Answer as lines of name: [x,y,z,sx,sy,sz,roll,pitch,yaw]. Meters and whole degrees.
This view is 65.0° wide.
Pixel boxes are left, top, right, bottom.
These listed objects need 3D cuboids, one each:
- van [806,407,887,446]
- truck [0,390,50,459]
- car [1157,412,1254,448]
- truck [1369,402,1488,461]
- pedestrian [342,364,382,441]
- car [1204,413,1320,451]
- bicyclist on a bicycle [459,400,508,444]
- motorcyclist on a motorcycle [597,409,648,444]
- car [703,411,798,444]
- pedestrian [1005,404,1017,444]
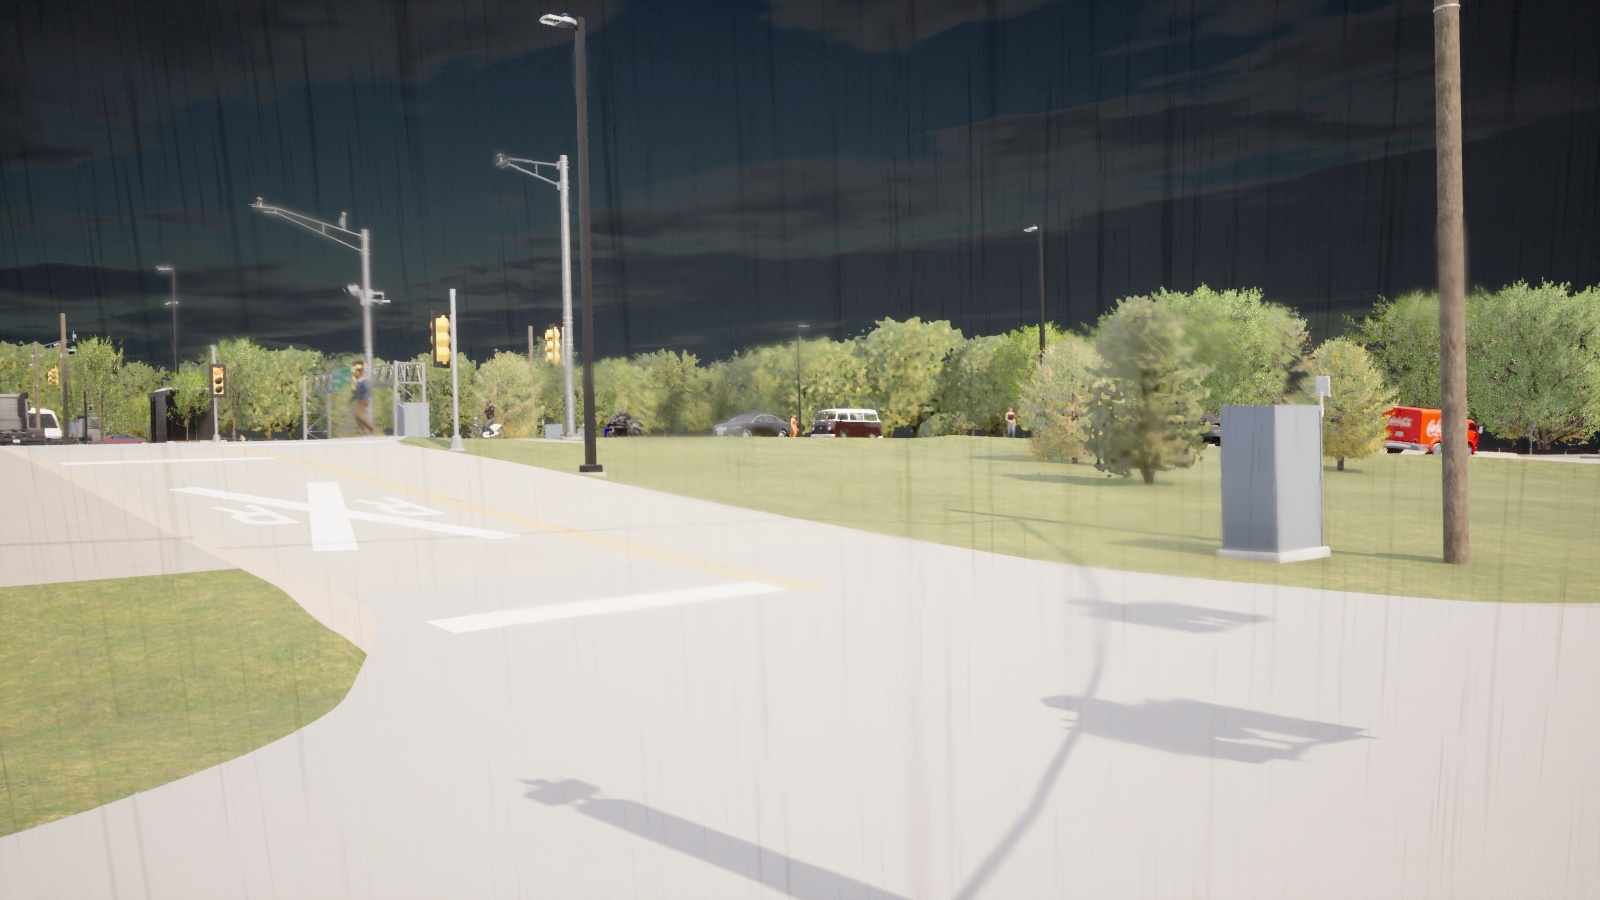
van: [2.609,-1.298,70.299,2.069,2.038,4.480,-1,-1,43]
truck: [-42.447,-1.262,67.001,2.891,3.462,7.936,-2,1,-39]
car: [21.840,-1.109,67.714,1.932,1.855,4.605,-2,3,-43]
truck: [31.522,-0.940,62.969,5.204,2.467,2.627,2,6,-29]
pedestrian: [-11.263,-1.214,32.304,0.423,1.949,0.788,-1,1,42]
car: [20.895,-0.812,56.850,4.514,1.525,2.007,2,0,-14]
bicyclist on a bicycle: [-13.017,-1.157,51.704,1.843,1.776,0.659,-1,0,-43]
motorcyclist on a motorcycle: [-7.991,-1.046,56.679,0.866,1.530,2.191,-1,-1,44]
car: [-2.428,-1.098,62.692,2.128,1.511,4.902,-1,-1,36]
pedestrian: [9.943,-1.225,59.221,0.345,1.836,0.594,-2,1,-12]
